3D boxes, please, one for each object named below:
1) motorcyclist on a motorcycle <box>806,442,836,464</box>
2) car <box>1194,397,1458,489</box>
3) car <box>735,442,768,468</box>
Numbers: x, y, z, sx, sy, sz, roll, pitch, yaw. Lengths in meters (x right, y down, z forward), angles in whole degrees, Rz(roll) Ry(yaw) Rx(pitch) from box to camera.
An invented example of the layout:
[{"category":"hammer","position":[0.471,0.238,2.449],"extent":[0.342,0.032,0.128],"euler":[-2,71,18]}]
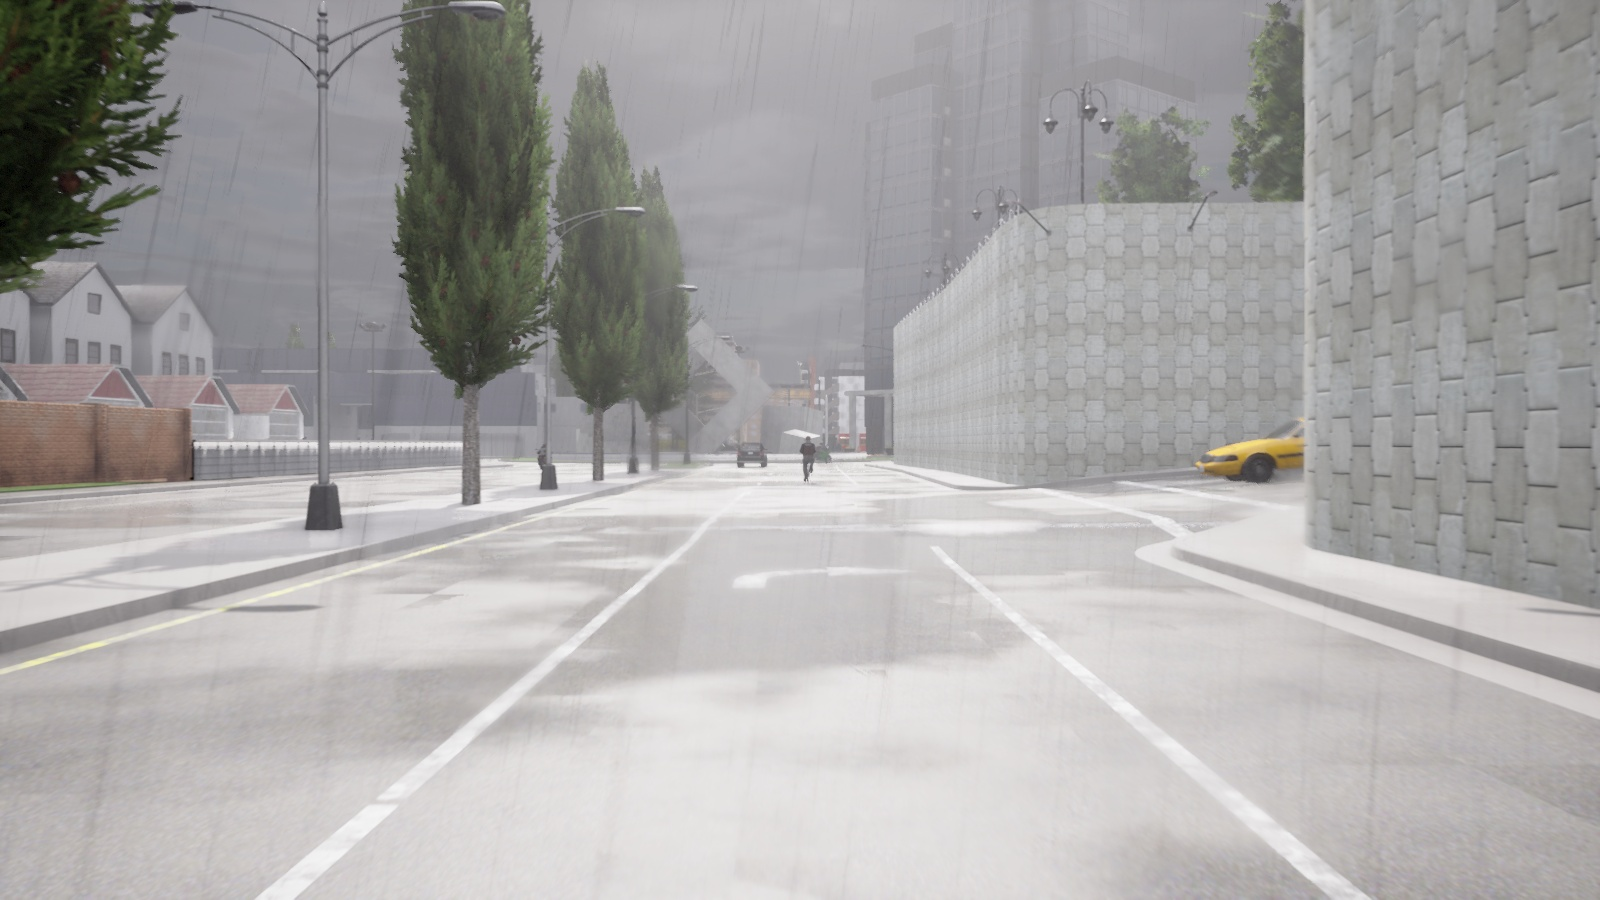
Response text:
[{"category":"motorcyclist on a motorcycle","position":[1.515,0.219,90.599],"extent":[2.044,1.523,0.797],"euler":[0,0,-29]},{"category":"car","position":[12.394,-0.176,29.819],"extent":[5.366,1.575,1.801],"euler":[-6,1,2]},{"category":"car","position":[-2.949,0.285,77.597],"extent":[1.789,1.549,3.705],"euler":[0,0,2]}]
